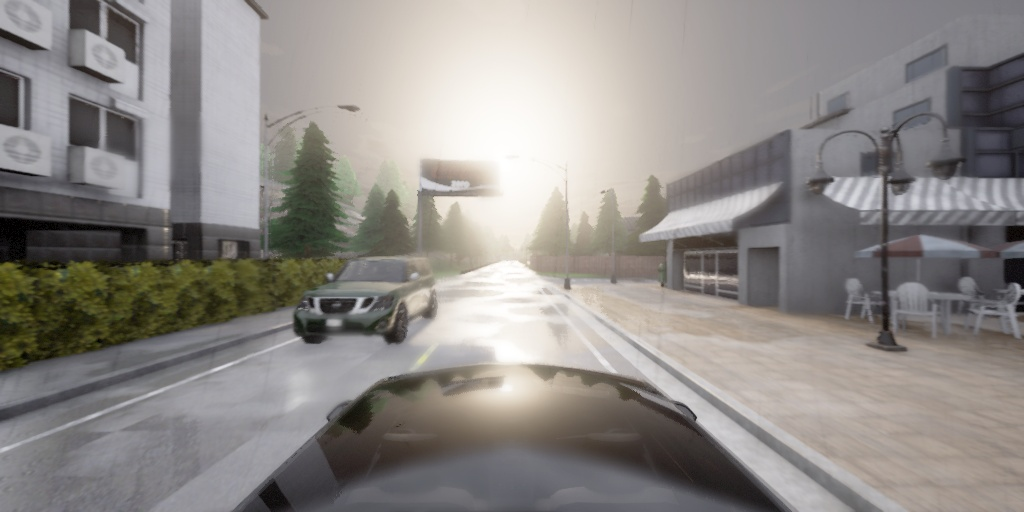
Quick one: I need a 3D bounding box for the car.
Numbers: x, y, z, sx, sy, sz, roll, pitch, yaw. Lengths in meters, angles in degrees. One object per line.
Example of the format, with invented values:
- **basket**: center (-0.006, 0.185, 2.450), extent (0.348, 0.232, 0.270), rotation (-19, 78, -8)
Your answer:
- **car**: center (-3.578, 1.004, 10.015), extent (2.150, 2.045, 5.566), rotation (0, 0, 0)
